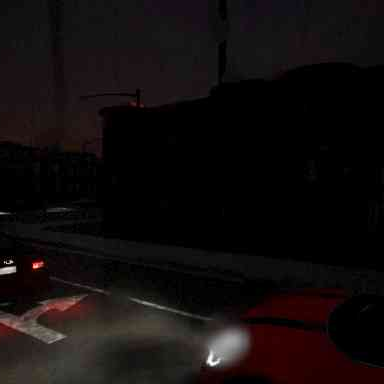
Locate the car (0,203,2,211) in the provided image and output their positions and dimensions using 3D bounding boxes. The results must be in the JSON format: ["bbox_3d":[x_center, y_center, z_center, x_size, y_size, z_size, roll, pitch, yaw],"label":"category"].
[{"bbox_3d":[-20.876,1.547,39.782,2.033,1.411,5.357,0,0,36],"label":"car"}]

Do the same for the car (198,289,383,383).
[{"bbox_3d":[2.247,1.352,2.394,4.553,1.767,2.097,0,0,36],"label":"car"}]

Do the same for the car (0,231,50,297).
[{"bbox_3d":[-5.505,1.547,7.891,5.357,1.411,2.033,0,0,37],"label":"car"}]

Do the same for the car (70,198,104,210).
[{"bbox_3d":[-13.294,1.601,44.354,1.895,1.301,4.718,0,0,36],"label":"car"}]

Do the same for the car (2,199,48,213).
[{"bbox_3d":[-18.362,1.564,37.273,1.994,1.385,4.181,0,0,36],"label":"car"}]
